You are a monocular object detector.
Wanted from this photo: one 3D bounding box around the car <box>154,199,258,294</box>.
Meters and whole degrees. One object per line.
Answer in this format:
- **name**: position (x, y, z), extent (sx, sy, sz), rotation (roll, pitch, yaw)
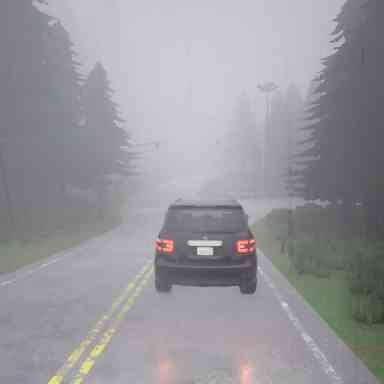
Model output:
- **car**: position (0.381, 1.193, 8.898), extent (2.150, 2.045, 5.566), rotation (0, 0, 3)
